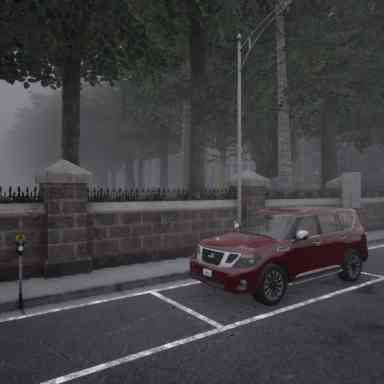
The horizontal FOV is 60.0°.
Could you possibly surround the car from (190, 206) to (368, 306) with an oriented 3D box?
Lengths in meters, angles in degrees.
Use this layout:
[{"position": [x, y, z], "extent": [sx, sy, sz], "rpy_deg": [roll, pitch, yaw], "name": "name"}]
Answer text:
[{"position": [2.359, 1.314, 8.215], "extent": [5.009, 1.841, 2.192], "rpy_deg": [0, 0, -35], "name": "car"}]
